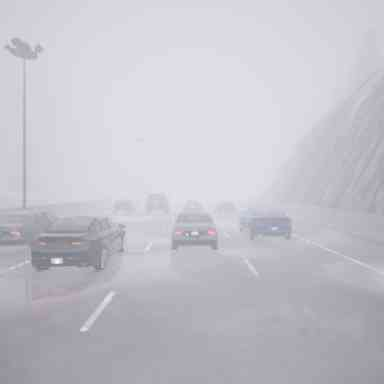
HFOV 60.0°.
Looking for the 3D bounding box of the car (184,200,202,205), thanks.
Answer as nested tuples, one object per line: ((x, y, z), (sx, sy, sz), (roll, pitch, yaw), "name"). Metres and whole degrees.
((0.096, 1.484, 35.322), (1.994, 1.385, 4.181), (0, 0, 0), "car")

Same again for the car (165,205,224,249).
((0.097, 1.515, 14.391), (2.033, 1.411, 5.357), (0, 0, 0), "car")

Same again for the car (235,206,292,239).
((3.596, 1.439, 16.998), (1.882, 1.535, 5.008), (0, 0, 0), "car")

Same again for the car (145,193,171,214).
((-3.407, 1.145, 33.943), (2.150, 2.045, 5.566), (0, 0, 0), "car")

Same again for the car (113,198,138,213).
((-6.906, 1.426, 34.825), (1.837, 1.490, 4.892), (0, 0, 0), "car")

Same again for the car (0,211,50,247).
((-6.903, 1.515, 14.315), (2.033, 1.411, 5.357), (0, 0, 0), "car")

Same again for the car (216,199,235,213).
((3.584, 1.445, 35.832), (1.812, 1.442, 4.674), (0, 0, 0), "car")

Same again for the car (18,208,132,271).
((-3.402, 1.480, 10.806), (1.837, 1.490, 4.892), (0, 0, 0), "car")
